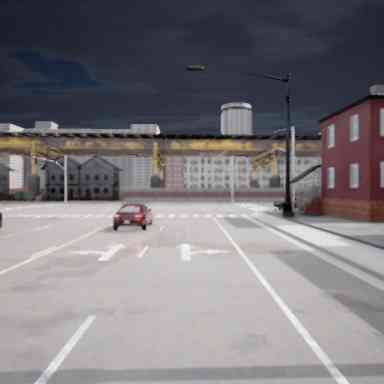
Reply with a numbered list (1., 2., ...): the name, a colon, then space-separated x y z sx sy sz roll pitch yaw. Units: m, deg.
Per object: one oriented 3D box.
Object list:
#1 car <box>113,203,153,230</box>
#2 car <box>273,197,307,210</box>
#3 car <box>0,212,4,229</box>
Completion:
1. car: -3.405 1.383 19.670 1.812 1.442 4.674 0 0 0
2. car: 11.265 1.264 36.272 4.674 1.442 1.812 0 0 -2
3. car: -10.585 1.369 14.972 1.882 1.535 5.008 0 0 0
